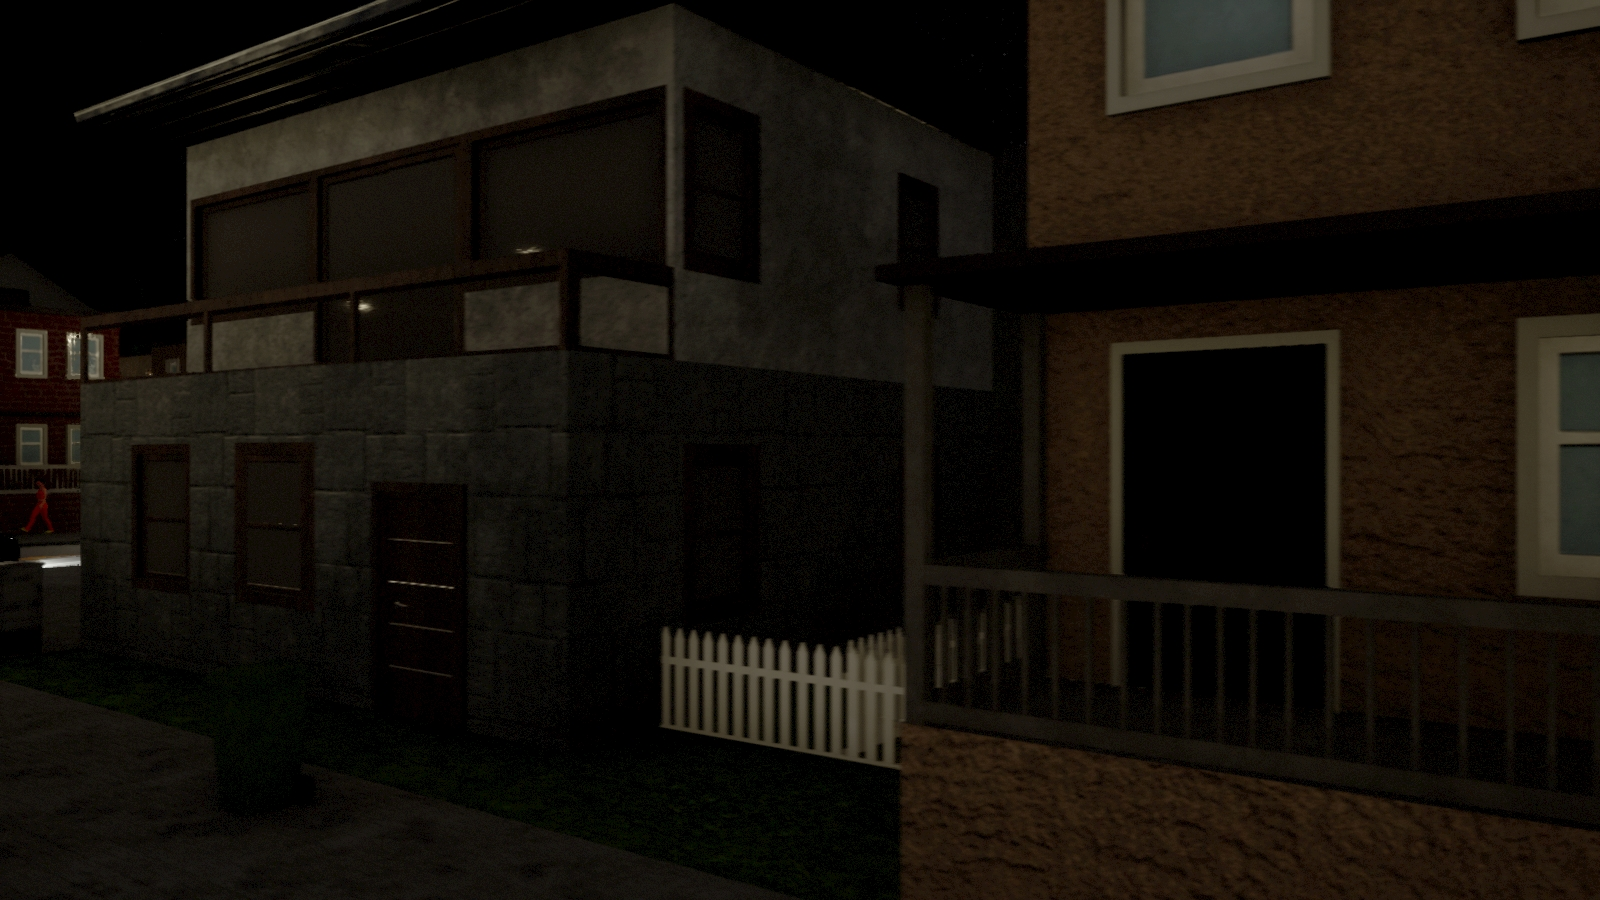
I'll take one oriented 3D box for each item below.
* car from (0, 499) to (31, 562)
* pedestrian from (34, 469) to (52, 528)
[{"bbox_3d":[-20.255,1.907,25.969,1.994,1.385,4.181,0,0,38],"label":"car"},{"bbox_3d":[-24.135,1.528,36.414,0.375,1.860,0.375,0,0,37],"label":"pedestrian"}]
